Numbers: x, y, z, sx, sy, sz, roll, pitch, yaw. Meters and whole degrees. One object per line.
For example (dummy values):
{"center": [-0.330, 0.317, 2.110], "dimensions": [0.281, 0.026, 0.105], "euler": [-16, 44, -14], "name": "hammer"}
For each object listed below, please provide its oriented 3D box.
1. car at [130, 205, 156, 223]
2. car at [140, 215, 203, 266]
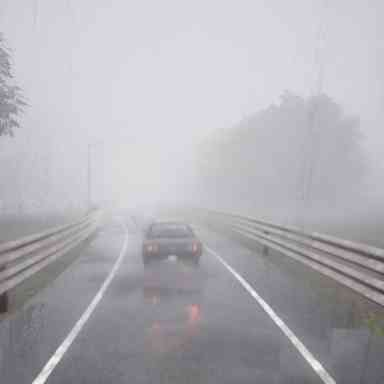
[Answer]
{"center": [-4.247, 1.848, 28.613], "dimensions": [1.812, 1.442, 4.674], "euler": [0, 0, -16], "name": "car"}
{"center": [-0.864, 1.738, 12.223], "dimensions": [1.895, 1.301, 4.718], "euler": [0, -1, -7], "name": "car"}
